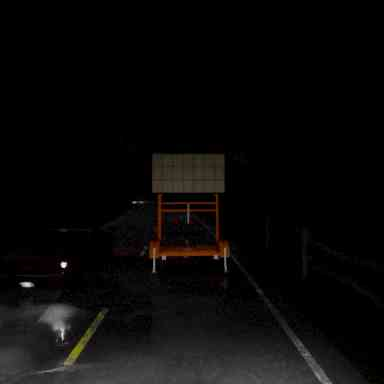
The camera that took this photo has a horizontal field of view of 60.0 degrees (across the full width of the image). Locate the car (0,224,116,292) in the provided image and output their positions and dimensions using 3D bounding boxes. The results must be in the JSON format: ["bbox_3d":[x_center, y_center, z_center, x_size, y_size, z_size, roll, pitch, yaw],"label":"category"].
[{"bbox_3d":[-3.453,1.601,9.062,1.895,1.301,4.718,0,0,-2],"label":"car"}]

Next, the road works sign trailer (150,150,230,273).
[{"bbox_3d":[-0.118,0.464,10.685,2.380,3.560,2.880,0,0,-3],"label":"road works sign trailer"}]

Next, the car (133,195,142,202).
[{"bbox_3d":[-12.601,1.477,77.216,1.882,1.535,5.008,0,0,-13],"label":"car"}]
